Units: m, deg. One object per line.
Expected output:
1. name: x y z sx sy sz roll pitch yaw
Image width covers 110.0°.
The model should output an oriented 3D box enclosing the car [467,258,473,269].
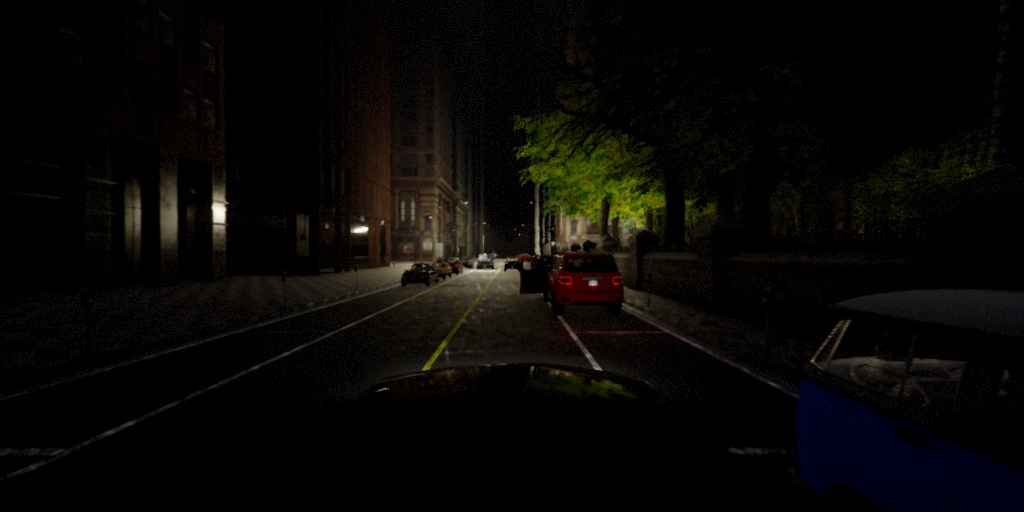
1. car: -5.774 0.935 45.083 1.948 1.339 4.313 0 0 0

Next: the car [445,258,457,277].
1. car: -5.770 1.052 28.341 1.751 1.417 4.829 0 0 0

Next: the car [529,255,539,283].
1. car: 2.756 0.841 28.525 2.192 1.841 5.009 0 0 0

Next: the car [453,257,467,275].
1. car: -5.771 0.915 34.036 1.967 1.591 4.097 0 0 0

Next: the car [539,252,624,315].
1. car: 2.391 0.877 13.245 2.150 2.045 5.566 0 0 0

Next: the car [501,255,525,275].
1. car: 0.057 0.911 39.898 2.128 1.511 4.902 0 1 0

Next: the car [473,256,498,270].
1. car: -3.072 0.959 42.470 1.994 1.385 4.181 0 0 0

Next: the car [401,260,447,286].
1. car: -5.769 1.126 22.987 2.007 1.370 4.403 0 0 0

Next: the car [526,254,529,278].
1. car: 2.754 0.790 34.049 2.192 1.841 5.009 0 0 0

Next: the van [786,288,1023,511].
1. van: 2.763 1.097 0.903 1.690 1.789 3.998 0 0 0
